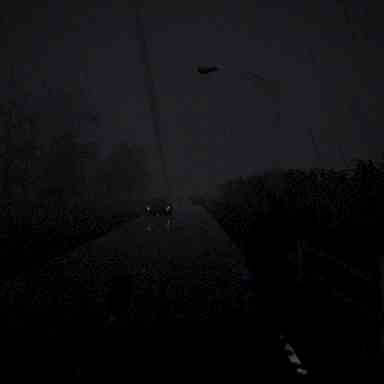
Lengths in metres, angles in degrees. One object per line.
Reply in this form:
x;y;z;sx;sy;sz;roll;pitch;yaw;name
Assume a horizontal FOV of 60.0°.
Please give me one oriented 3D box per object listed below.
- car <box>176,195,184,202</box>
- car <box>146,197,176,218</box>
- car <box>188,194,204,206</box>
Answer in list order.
-2.742;1.424;70.914;1.812;1.442;4.674;0;0;0;car
-2.844;1.335;29.877;2.097;1.767;4.553;0;0;0;car
0.907;1.297;53.618;2.097;1.767;4.553;0;0;1;car
